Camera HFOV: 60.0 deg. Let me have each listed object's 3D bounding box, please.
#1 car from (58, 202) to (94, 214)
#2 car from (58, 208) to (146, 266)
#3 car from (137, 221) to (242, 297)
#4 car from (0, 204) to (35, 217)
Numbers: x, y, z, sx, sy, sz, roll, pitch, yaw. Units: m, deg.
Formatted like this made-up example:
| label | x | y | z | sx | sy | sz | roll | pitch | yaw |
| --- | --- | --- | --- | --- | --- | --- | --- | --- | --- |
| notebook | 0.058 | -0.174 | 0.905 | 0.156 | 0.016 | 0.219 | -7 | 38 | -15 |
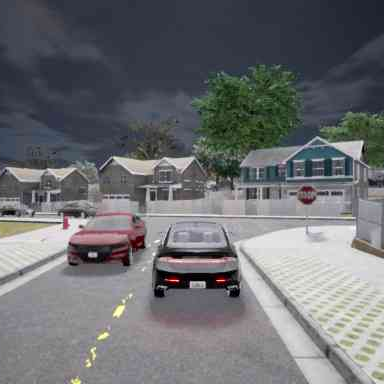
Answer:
| label | x | y | z | sx | sy | sz | roll | pitch | yaw |
| --- | --- | --- | --- | --- | --- | --- | --- | --- | --- |
| car | -10.547 | 1.755 | 31.230 | 4.892 | 1.490 | 1.837 | -2 | -2 | 32 |
| car | -2.751 | 1.482 | 11.722 | 1.882 | 1.535 | 5.008 | 0 | 0 | 0 |
| car | 0.101 | 1.495 | 8.544 | 2.128 | 1.511 | 4.902 | 0 | 0 | 0 |
| car | -19.279 | 2.020 | 36.527 | 4.902 | 1.511 | 2.128 | -2 | -2 | 30 |
